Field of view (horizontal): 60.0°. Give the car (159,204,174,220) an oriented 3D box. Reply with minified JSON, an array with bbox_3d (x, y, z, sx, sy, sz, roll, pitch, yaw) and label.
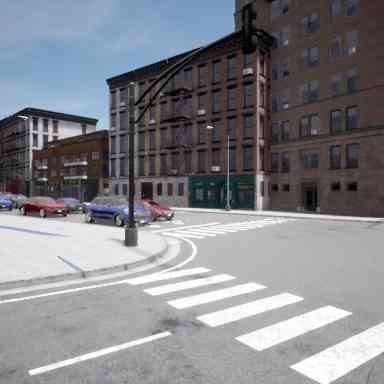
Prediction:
[{"bbox_3d":[-3.375,1.267,23.842,4.674,1.442,1.812,1,0,38],"label":"car"}]

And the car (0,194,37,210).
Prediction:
[{"bbox_3d":[-19.160,1.030,36.467,4.902,1.511,2.128,1,0,40],"label":"car"}]

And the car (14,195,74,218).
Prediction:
[{"bbox_3d":[-11.741,1.118,26.232,5.008,1.535,1.882,1,0,39],"label":"car"}]

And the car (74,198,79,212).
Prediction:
[{"bbox_3d":[-11.155,1.201,29.923,4.181,1.385,1.994,1,0,39],"label":"car"}]

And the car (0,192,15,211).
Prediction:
[{"bbox_3d":[-19.229,1.025,32.298,5.008,1.535,1.882,1,0,40],"label":"car"}]

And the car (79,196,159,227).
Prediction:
[{"bbox_3d":[-4.586,1.089,20.593,4.553,1.767,2.097,1,0,39],"label":"car"}]

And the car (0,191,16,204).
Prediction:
[{"bbox_3d":[-27.583,0.787,48.235,4.553,1.767,2.097,1,0,41],"label":"car"}]
